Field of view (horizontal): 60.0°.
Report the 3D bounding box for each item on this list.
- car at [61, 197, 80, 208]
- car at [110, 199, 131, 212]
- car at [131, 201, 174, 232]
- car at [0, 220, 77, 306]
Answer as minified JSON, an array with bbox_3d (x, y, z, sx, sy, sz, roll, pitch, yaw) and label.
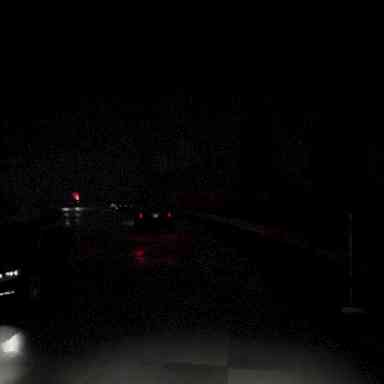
[{"bbox_3d":[-17.912,1.510,48.889,1.837,1.490,4.892,0,-1,-31],"label":"car"},{"bbox_3d":[-8.085,1.534,38.022,2.033,1.411,5.357,0,0,-23],"label":"car"},{"bbox_3d":[-2.437,1.340,20.339,2.097,1.767,4.553,0,0,-12],"label":"car"},{"bbox_3d":[-4.197,1.495,8.106,2.128,1.511,4.902,0,0,-6],"label":"car"}]
